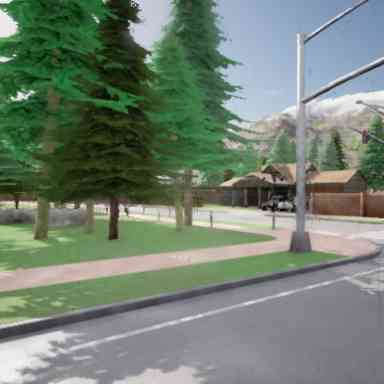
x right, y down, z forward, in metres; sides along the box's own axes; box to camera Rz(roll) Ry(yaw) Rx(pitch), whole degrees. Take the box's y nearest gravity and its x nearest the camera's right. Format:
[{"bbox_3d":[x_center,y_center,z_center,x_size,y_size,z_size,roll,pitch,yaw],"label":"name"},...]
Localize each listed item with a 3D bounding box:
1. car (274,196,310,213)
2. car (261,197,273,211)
[{"bbox_3d":[12.219,1.442,38.995,4.605,1.855,1.932,1,0,-37],"label":"car"},{"bbox_3d":[10.402,1.440,40.776,3.866,1.878,1.905,1,0,-37],"label":"car"}]
